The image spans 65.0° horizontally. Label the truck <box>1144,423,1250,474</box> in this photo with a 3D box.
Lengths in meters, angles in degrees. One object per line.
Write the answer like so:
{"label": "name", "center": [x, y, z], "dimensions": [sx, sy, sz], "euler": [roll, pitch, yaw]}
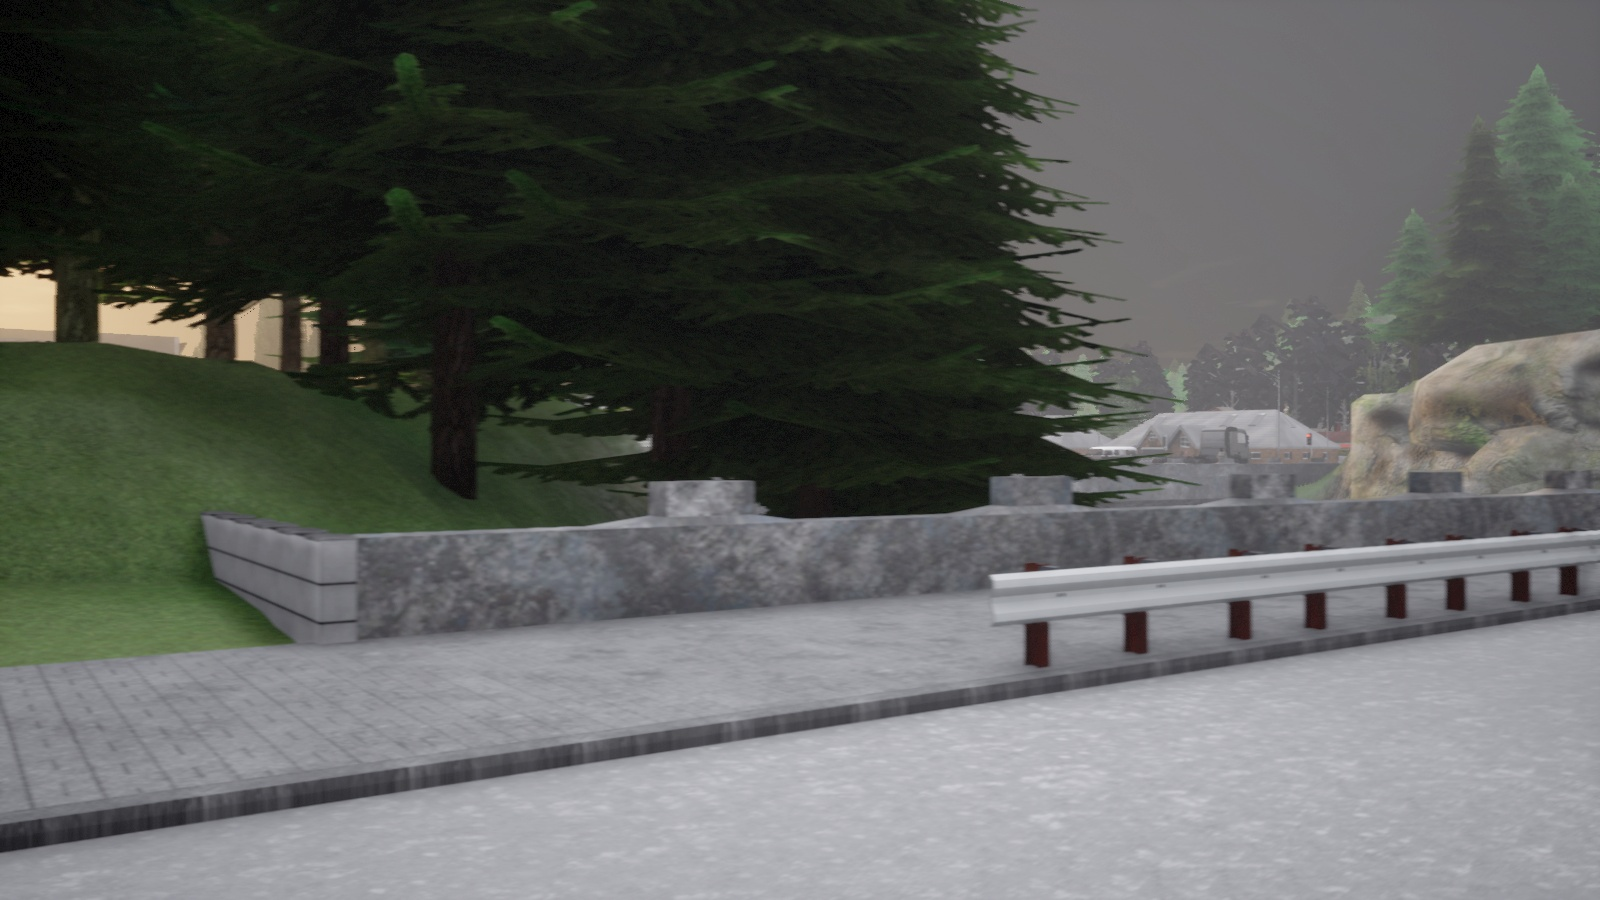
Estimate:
{"label": "truck", "center": [28.216, -0.074, 89.091], "dimensions": [7.936, 3.462, 2.891], "euler": [0, 0, -35]}

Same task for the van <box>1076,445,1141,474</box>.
{"label": "van", "center": [22.063, 0.646, 89.683], "dimensions": [4.480, 2.038, 2.069], "euler": [0, 0, -35]}
